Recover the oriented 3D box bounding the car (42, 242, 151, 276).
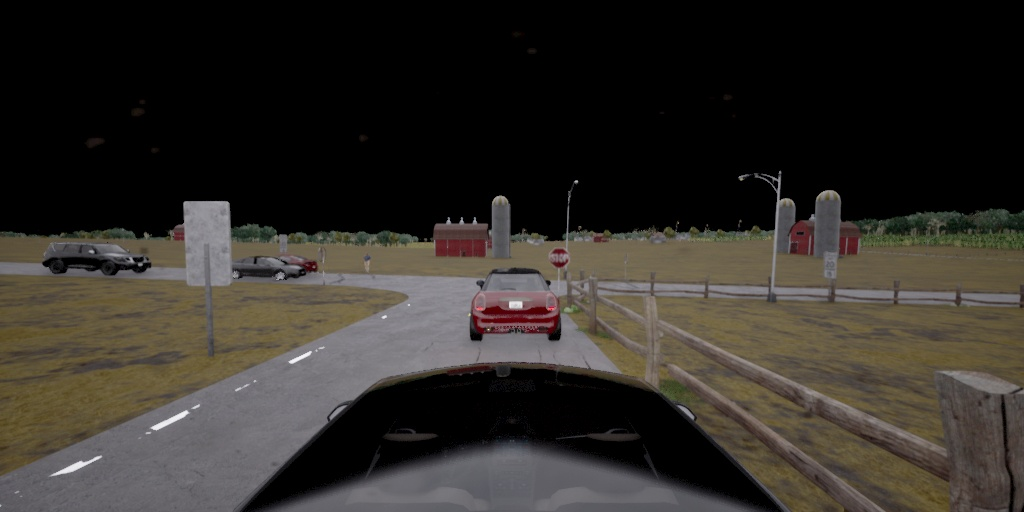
[{"bbox_3d":[-27.603,0.141,23.932,5.566,2.045,2.150,2,3,0],"label":"car"}]

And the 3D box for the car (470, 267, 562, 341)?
[{"bbox_3d":[0.056,1.089,9.999,2.097,1.767,4.553,0,0,-1],"label":"car"}]

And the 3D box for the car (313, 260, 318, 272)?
[{"bbox_3d":[-17.264,0.601,26.859,5.008,1.535,1.882,2,3,1],"label":"car"}]

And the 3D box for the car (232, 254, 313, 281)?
[{"bbox_3d":[-16.389,0.799,23.928,4.892,1.490,1.837,2,3,0],"label":"car"}]

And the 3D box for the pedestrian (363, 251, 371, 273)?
[{"bbox_3d":[-12.075,0.507,29.863,0.375,1.860,0.375,0,1,0],"label":"pedestrian"}]
